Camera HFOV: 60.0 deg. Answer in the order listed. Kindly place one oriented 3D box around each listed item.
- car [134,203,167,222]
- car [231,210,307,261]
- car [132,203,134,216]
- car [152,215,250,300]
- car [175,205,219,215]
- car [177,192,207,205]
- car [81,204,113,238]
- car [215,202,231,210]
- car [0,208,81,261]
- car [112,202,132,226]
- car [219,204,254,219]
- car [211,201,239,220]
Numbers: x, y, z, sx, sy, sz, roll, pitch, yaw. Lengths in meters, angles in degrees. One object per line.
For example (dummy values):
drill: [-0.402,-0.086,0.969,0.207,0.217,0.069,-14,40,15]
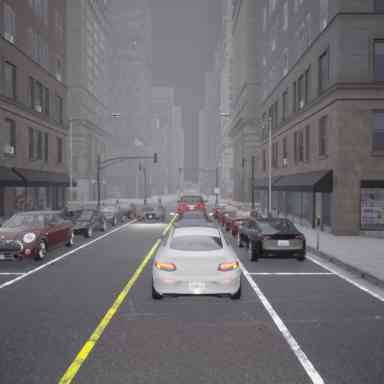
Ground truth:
car: [-3.022,1.600,26.171,1.994,1.385,4.181,0,0,0]
car: [2.742,1.564,12.037,1.947,1.339,4.313,-1,0,0]
car: [-5.797,1.544,28.546,1.887,1.381,4.507,-1,0,0]
car: [0.093,1.524,8.279,1.812,1.442,4.674,0,0,0]
car: [0.083,1.562,16.765,1.994,1.385,4.181,0,0,0]
car: [-0.022,1.220,26.152,2.150,2.045,5.566,0,0,0]
car: [-5.788,1.564,17.535,1.947,1.339,4.313,-1,0,0]
car: [2.733,1.544,23.047,1.887,1.381,4.507,-1,0,0]
car: [-5.785,1.438,12.029,1.967,1.590,4.097,-1,0,0]
car: [-5.792,1.549,23.040,2.008,1.369,4.403,-1,0,0]
car: [2.737,1.543,17.541,1.887,1.381,4.507,-1,0,0]
car: [2.728,1.544,28.552,1.887,1.381,4.507,-1,0,0]
